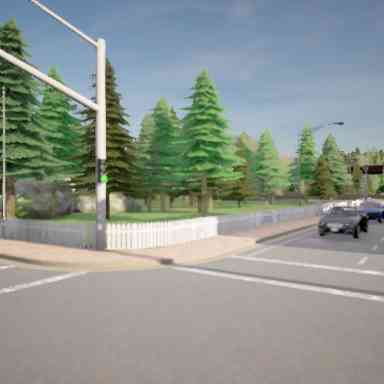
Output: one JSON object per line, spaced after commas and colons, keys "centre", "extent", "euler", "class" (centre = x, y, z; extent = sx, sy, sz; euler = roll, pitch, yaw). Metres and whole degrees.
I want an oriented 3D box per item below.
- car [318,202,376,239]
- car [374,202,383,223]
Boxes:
{"centre": [8.147, 1.515, 17.763], "extent": [2.128, 1.511, 4.902], "euler": [0, 0, 35], "class": "car"}
{"centre": [13.953, 1.503, 25.991], "extent": [1.882, 1.535, 5.008], "euler": [0, 0, 35], "class": "car"}
